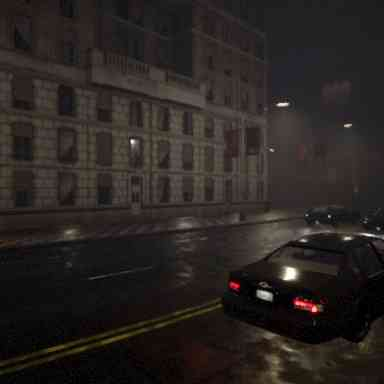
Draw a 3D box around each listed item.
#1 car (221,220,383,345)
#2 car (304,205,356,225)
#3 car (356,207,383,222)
[{"bbox_3d":[2.920,1.531,6.461,5.357,1.411,2.033,0,0,-42],"label":"car"},{"bbox_3d":[9.302,1.547,21.872,4.718,1.301,1.895,0,0,-43],"label":"car"},{"bbox_3d":[11.846,1.549,19.455,5.357,1.411,2.033,0,0,-43],"label":"car"}]
